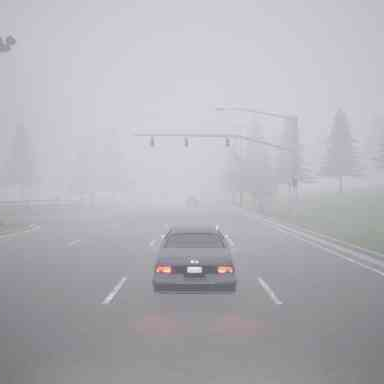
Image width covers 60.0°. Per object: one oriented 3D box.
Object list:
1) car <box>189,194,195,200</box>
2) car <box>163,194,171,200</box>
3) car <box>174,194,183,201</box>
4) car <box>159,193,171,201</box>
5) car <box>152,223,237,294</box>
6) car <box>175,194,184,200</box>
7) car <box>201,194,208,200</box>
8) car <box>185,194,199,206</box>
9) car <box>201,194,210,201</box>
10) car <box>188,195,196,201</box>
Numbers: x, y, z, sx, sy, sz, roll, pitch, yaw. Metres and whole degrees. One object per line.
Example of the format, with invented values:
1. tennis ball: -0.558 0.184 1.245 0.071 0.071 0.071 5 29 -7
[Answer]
1. car: -0.010 1.310 94.031 1.882 1.535 5.008 0 0 0
2. car: -7.010 1.385 94.030 1.994 1.385 4.181 0 0 0
3. car: -3.509 1.517 84.027 1.812 1.442 4.674 0 0 0
4. car: -7.009 1.217 83.640 2.150 2.045 5.566 0 0 0
5. car: 0.065 1.547 8.929 2.033 1.411 5.357 0 0 0
6. car: -3.510 1.358 94.030 2.128 1.511 4.902 0 0 0
7. car: 3.490 1.310 94.031 1.882 1.535 5.008 0 0 0
8. car: -0.008 1.352 52.968 2.097 1.767 4.553 0 0 0
9. car: 3.491 1.492 83.611 1.837 1.490 4.892 0 0 0
10. car: -0.009 1.531 83.611 2.033 1.411 5.357 0 0 0
